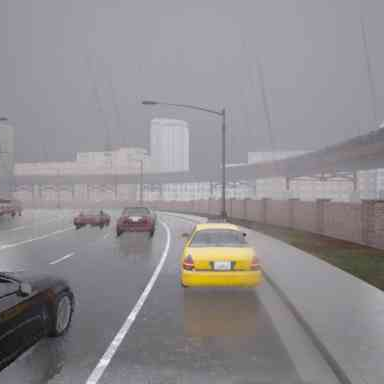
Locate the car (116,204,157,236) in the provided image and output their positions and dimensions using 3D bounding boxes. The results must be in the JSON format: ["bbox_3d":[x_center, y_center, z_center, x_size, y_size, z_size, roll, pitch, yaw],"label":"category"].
[{"bbox_3d":[-3.256,1.611,20.239,2.097,1.767,4.553,0,-1,-4],"label":"car"}]

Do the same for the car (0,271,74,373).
[{"bbox_3d":[-3.016,1.533,3.735,1.812,1.442,4.674,0,0,4],"label":"car"}]

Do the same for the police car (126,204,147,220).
[{"bbox_3d":[-6.426,2.193,38.243,1.930,1.638,5.238,0,-2,-14],"label":"police car"}]

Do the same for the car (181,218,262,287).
[{"bbox_3d":[0.653,1.514,9.366,1.801,1.575,5.366,0,-1,1],"label":"car"}]

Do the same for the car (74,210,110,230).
[{"bbox_3d":[-7.130,1.973,24.192,1.895,1.301,4.718,0,-2,-7],"label":"car"}]

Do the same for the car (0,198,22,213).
[{"bbox_3d":[-20.345,1.668,36.749,2.150,2.045,5.566,0,-2,-16],"label":"car"}]
